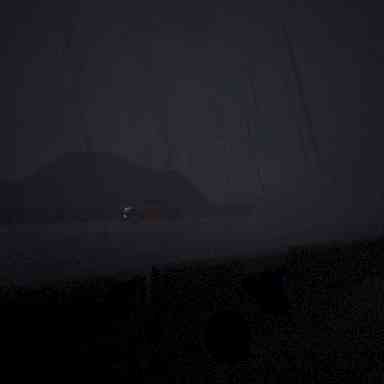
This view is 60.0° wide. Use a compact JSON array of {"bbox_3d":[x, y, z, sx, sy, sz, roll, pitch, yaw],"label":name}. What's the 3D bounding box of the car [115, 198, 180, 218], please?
[{"bbox_3d":[-3.097,1.127,23.152,4.553,1.767,2.097,1,0,-35],"label":"car"}]
